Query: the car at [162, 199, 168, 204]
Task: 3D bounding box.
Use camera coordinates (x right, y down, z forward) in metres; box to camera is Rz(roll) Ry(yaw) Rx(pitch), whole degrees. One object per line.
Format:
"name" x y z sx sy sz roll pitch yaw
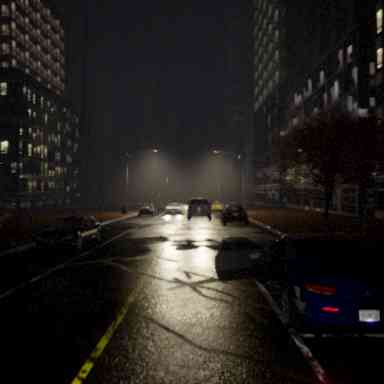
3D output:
"car" -4.522 2.138 59.962 1.967 1.590 4.097 -2 -1 1

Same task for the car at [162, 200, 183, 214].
"car" -2.210 2.071 41.482 1.895 1.301 4.718 0 -1 2

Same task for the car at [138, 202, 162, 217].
"car" -4.951 1.996 37.466 2.008 1.369 4.403 -1 -1 1

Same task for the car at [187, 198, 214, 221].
"car" 0.678 1.551 31.046 2.150 2.045 5.566 0 -1 1

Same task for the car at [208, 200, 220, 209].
"car" 3.860 2.200 59.800 1.947 1.339 4.313 -2 -1 1

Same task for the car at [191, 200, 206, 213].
"car" 0.946 1.968 45.372 1.882 1.535 5.008 0 0 2

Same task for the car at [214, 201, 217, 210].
"car" 3.647 2.034 48.725 1.752 1.417 4.829 -2 -1 1

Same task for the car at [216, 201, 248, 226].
"car" 3.208 1.698 26.060 1.967 1.590 4.097 -2 -1 1

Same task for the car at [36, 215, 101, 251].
"car" -5.383 1.752 14.972 2.008 1.369 4.403 -1 -1 1

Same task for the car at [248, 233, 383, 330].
"car" 2.517 1.582 6.945 1.812 1.442 4.674 0 -1 1

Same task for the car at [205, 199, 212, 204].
"car" 4.403 2.488 88.088 1.752 1.417 4.829 -2 -1 1
